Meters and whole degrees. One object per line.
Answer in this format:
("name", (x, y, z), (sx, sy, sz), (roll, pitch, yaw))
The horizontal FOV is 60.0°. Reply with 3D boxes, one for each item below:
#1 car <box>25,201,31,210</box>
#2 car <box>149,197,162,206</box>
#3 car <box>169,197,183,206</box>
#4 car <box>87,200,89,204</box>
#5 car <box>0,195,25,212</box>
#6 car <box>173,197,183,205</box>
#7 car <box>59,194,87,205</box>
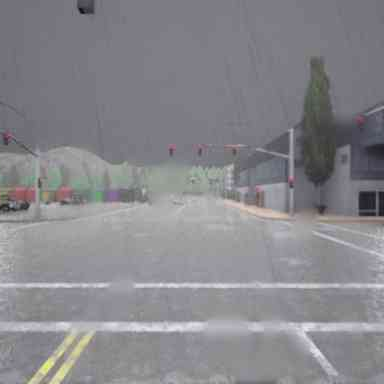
("car", (-21.329, 1.283, 39.387), (3.866, 1.878, 1.905), (0, 0, 0))
("car", (-6.530, 1.670, 59.421), (1.882, 1.535, 5.008), (0, 0, 2))
("car", (-3.043, 1.669, 59.065), (1.882, 1.535, 5.008), (0, 0, 2))
("car", (-21.296, 1.595, 61.905), (3.806, 1.475, 1.970), (0, 0, 0))
("car", (-21.391, 1.271, 36.492), (4.605, 1.855, 1.932), (0, 0, 0))
("car", (-2.764, 1.702, 66.609), (1.837, 1.490, 4.892), (0, 0, 2))
("car", (-21.315, 1.346, 59.010), (3.866, 1.878, 1.905), (0, 0, 0))
